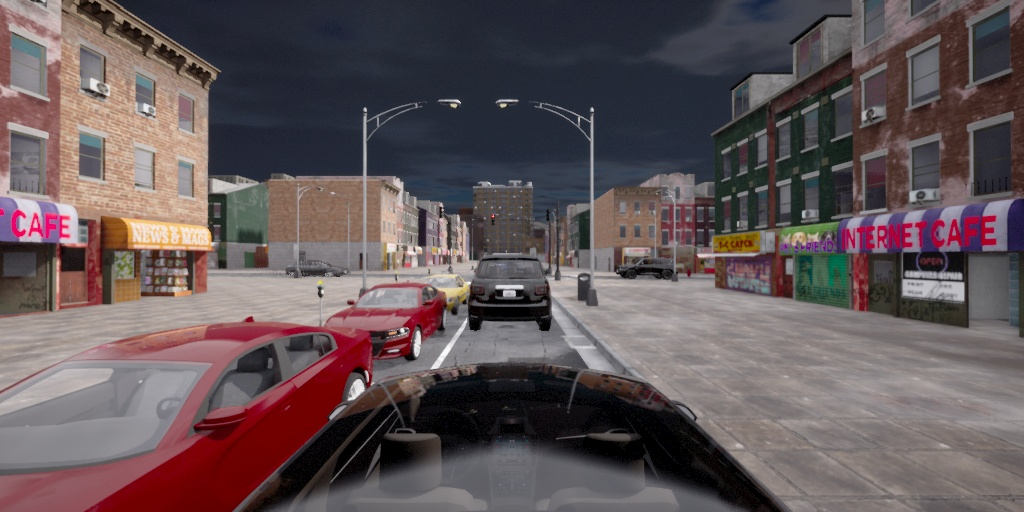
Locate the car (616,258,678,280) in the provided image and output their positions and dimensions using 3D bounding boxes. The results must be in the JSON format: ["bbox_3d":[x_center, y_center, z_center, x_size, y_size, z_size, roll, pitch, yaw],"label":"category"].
[{"bbox_3d":[12.788,1.173,34.023,5.566,2.045,2.150,1,0,0],"label":"car"}]

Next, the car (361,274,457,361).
[{"bbox_3d":[-2.643,1.299,8.330,1.888,1.381,4.507,0,0,0],"label":"car"}]

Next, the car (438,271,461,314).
[{"bbox_3d":[-2.648,1.284,13.654,1.751,1.417,4.829,0,0,0],"label":"car"}]

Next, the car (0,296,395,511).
[{"bbox_3d":[-2.638,1.295,2.836,1.888,1.381,4.507,0,0,0],"label":"car"}]

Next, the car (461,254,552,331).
[{"bbox_3d":[-0.037,0.977,11.102,2.150,2.045,5.566,0,0,1],"label":"car"}]

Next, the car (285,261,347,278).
[{"bbox_3d":[-16.778,1.169,30.890,4.892,1.490,1.837,0,0,0],"label":"car"}]
